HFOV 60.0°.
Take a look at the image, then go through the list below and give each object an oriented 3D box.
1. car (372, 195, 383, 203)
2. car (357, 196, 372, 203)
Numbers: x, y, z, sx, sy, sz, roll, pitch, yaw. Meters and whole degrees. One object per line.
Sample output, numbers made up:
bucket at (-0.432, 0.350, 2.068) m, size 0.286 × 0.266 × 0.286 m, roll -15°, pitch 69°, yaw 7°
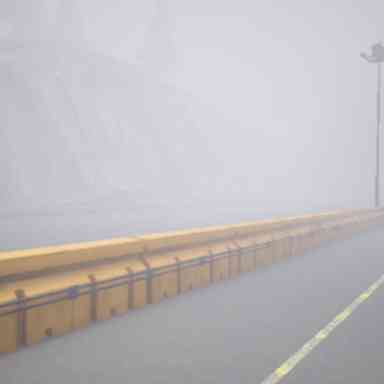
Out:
car at (37.487, 1.379, 64.430) m, size 4.553 × 1.767 × 2.097 m, roll 0°, pitch 1°, yaw -37°
car at (35.550, 1.511, 67.347) m, size 5.357 × 1.411 × 2.033 m, roll 0°, pitch 1°, yaw -37°
